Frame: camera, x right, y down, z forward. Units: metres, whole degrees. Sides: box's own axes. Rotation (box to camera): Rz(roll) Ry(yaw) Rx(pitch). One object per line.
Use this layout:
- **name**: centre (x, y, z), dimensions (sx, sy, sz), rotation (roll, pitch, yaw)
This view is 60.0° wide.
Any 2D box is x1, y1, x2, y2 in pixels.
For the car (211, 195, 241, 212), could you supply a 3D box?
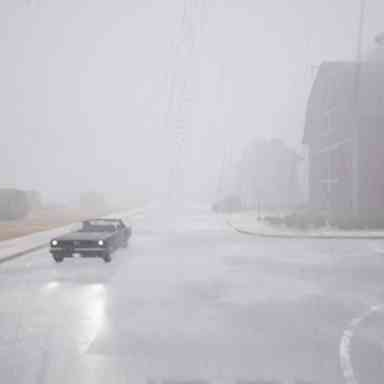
- **car**: centre (4.210, 1.438, 41.104), dimensions (1.905, 1.878, 3.866), rotation (-7, 3, -42)

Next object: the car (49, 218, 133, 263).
- **car**: centre (-3.566, 1.684, 12.526), dimensions (1.895, 1.301, 4.718), rotation (0, -1, 0)
